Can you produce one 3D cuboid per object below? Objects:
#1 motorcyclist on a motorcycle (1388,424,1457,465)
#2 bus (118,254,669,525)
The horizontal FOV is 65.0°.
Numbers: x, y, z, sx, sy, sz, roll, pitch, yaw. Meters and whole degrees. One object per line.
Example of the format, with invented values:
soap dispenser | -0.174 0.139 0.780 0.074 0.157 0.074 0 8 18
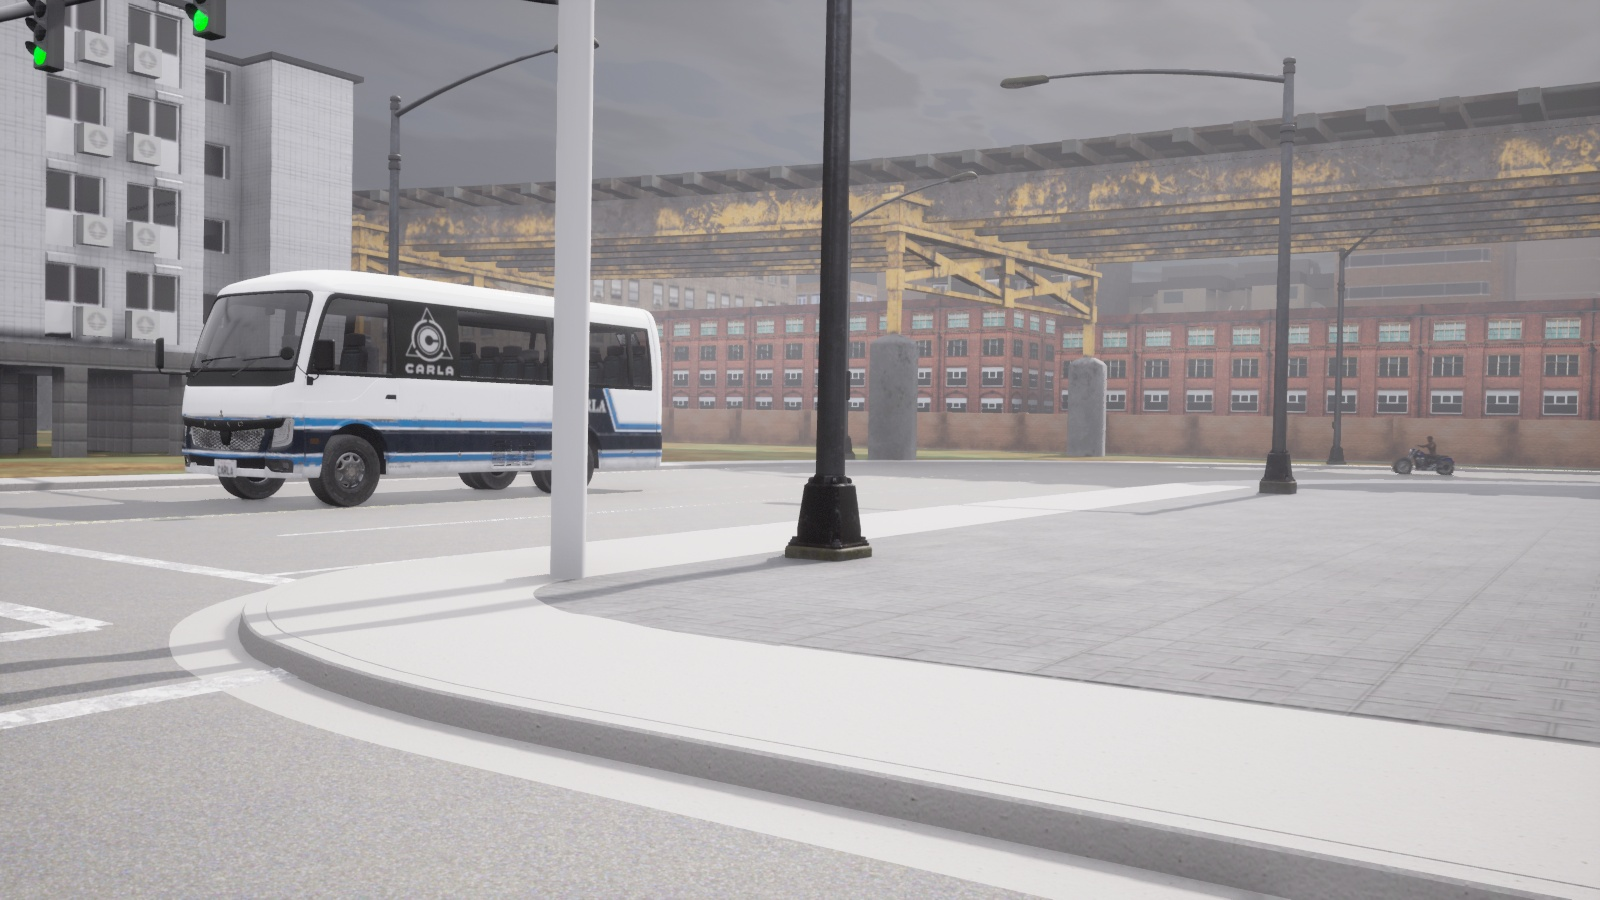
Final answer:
motorcyclist on a motorcycle | 25.055 -0.227 50.586 2.350 1.649 0.766 0 2 4
bus | -7.391 -1.054 25.062 3.944 4.253 10.273 1 1 33
